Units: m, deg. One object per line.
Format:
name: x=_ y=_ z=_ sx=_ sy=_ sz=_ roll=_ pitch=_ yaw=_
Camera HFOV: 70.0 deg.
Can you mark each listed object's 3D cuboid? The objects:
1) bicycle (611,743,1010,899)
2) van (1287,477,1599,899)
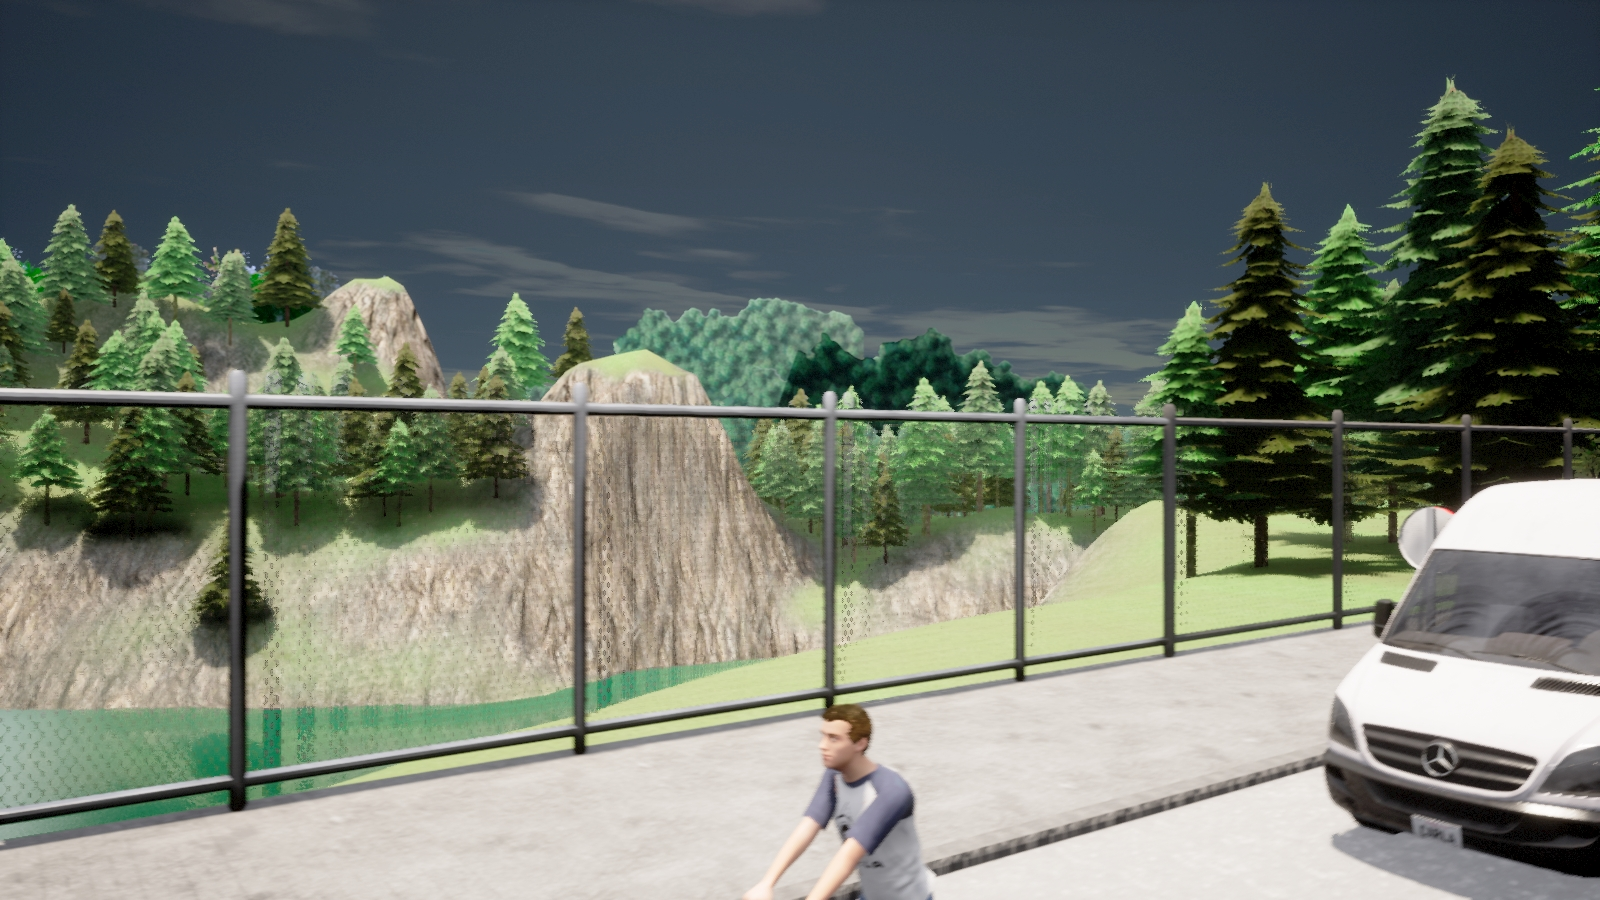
bicycle: x=0.100 y=2.055 z=4.459 sx=1.643 sy=1.496 sz=0.373 roll=0 pitch=0 yaw=-35
van: x=6.399 y=1.534 z=8.883 sx=5.915 sy=2.561 sz=1.988 roll=0 pitch=0 yaw=-35
